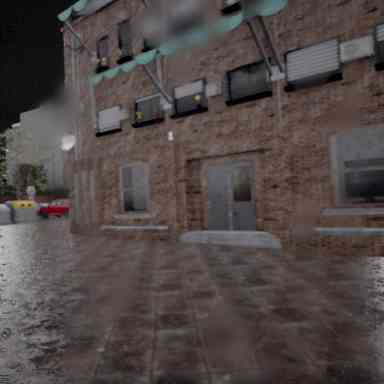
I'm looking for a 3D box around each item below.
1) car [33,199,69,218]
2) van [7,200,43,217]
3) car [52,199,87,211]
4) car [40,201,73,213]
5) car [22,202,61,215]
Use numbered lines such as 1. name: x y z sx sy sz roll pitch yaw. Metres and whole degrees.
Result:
1. car: -13.827 1.769 35.582 5.566 2.045 2.435 -3 1 24
2. van: -22.771 2.251 45.417 4.442 1.987 1.878 -3 1 24
3. car: -19.516 2.059 53.004 4.892 1.521 2.231 -3 2 24
4. car: -20.601 2.237 50.570 4.674 1.452 2.002 -3 2 24
5. car: -21.736 2.344 48.024 4.892 1.521 2.231 -3 1 24
